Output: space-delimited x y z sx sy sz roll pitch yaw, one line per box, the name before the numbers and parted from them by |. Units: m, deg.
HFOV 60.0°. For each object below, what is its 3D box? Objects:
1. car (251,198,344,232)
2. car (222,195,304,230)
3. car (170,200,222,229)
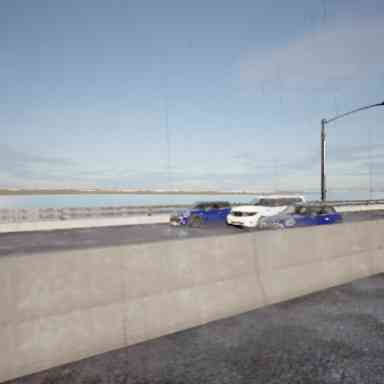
car | 5.412 1.349 16.348 4.553 1.767 2.097 0 0 -35
car | 4.780 1.221 20.167 5.566 2.045 2.150 0 0 -35
car | 0.784 1.348 21.654 4.553 1.767 2.097 0 0 -35
